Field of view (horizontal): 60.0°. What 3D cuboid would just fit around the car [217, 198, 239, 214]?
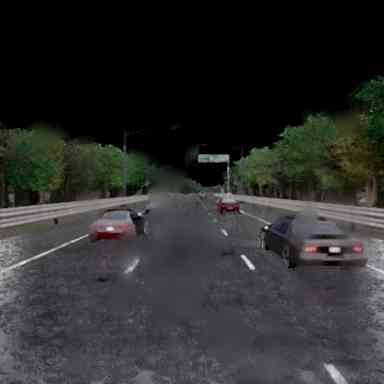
[{"bbox_3d":[3.599,1.327,33.655,1.882,1.535,5.008,0,0,0],"label":"car"}]

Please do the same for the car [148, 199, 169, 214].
[{"bbox_3d":[-3.402,1.417,32.761,1.994,1.385,4.181,0,0,0],"label":"car"}]

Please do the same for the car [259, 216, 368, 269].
[{"bbox_3d":[3.600,1.495,10.901,2.033,1.411,5.357,0,0,0],"label":"car"}]

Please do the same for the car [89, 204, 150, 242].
[{"bbox_3d":[-3.398,1.489,15.813,1.994,1.385,4.181,0,0,0],"label":"car"}]
